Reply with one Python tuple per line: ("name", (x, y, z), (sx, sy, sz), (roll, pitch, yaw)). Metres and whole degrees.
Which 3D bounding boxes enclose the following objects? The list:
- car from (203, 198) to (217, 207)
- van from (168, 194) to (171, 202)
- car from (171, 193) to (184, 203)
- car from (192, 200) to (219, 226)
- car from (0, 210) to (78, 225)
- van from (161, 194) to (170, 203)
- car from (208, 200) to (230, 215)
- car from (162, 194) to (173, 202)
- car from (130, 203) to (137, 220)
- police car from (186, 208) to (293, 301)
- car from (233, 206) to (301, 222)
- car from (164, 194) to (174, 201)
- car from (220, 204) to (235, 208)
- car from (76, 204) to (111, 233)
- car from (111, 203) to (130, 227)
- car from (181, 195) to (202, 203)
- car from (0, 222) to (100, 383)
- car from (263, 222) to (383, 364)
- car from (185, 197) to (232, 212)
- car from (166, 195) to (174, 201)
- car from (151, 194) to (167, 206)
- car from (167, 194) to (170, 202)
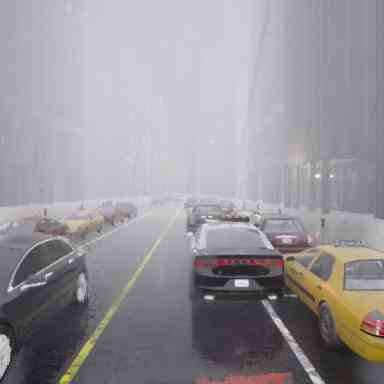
("car", (2.694, 1.599, 51.316), (1.947, 1.339, 4.313), (0, 0, 0))
("van", (-5.854, 1.391, 68.332), (1.690, 1.788, 3.998), (0, 0, 0))
("car", (-3.097, 1.559, 72.779), (1.837, 1.490, 4.892), (0, 0, 0))
("car", (0.867, 1.466, 24.612), (1.801, 1.575, 5.366), (0, 0, 0))
("car", (-5.778, 1.548, 11.557), (1.887, 1.381, 4.507), (0, 0, 0))
("van", (-5.861, 1.396, 74.009), (1.690, 1.788, 3.998), (0, 0, 0))
("car", (2.716, 1.585, 34.283), (1.947, 1.339, 4.313), (0, 0, 0))
("car", (-5.869, 1.376, 79.687), (2.192, 1.841, 5.009), (0, 0, 0))
("car", (-5.801, 1.580, 28.589), (1.947, 1.339, 4.313), (0, 0, 0))
("police car", (0.888, 1.428, 8.532), (1.930, 1.638, 5.238), (0, 0, 0))
("car", (2.747, 1.443, 11.573), (1.967, 1.590, 4.097), (0, 0, 0))
("car", (-5.877, 1.382, 85.364), (2.192, 1.841, 5.009), (0, 0, 0))
("car", (2.739, 1.551, 17.250), (1.887, 1.381, 4.507), (0, 0, 0))
("car", (-5.786, 1.531, 17.065), (1.752, 1.417, 4.829), (0, 0, 0))
("car", (-5.793, 1.554, 22.912), (1.887, 1.381, 4.507), (0, 0, 0))
("car", (-0.042, 1.520, 45.238), (2.128, 1.511, 4.902), (0, 0, 0))
("car", (-3.106, 1.506, 5.252), (1.837, 1.490, 4.892), (0, 0, 0))
("car", (2.754, 1.526, 6.065), (1.752, 1.417, 4.829), (0, 0, 0))
("car", (0.741, 1.359, 18.377), (2.097, 1.767, 4.553), (0, 0, -1))
("car", (-5.884, 1.639, 91.041), (1.947, 1.339, 4.313), (0, 0, 0))
("car", (-5.839, 1.479, 56.976), (1.967, 1.590, 4.097), (0, 0, 0))
("car", (-5.846, 1.595, 62.654), (2.008, 1.369, 4.403), (0, 0, 0))
